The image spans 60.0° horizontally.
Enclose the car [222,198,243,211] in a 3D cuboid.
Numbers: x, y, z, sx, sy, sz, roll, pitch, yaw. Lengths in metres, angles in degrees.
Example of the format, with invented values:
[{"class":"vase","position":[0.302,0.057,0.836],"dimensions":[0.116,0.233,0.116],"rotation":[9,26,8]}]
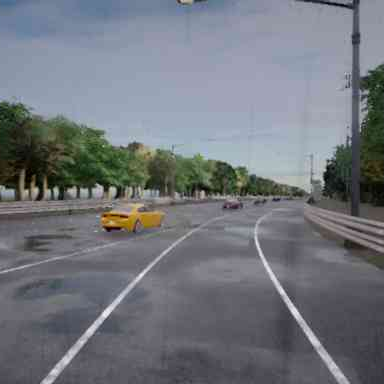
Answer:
[{"class":"car","position":[5.174,1.548,42.213],"dimensions":[1.812,1.442,4.674],"rotation":[0,0,20]}]

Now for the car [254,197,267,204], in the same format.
[{"class":"car","position":[13.254,1.639,63.905],"dimensions":[2.033,1.411,5.357],"rotation":[0,0,21]}]

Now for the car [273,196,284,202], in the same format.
[{"class":"car","position":[23.116,1.830,90.153],"dimensions":[1.882,1.535,5.008],"rotation":[0,-1,21]}]

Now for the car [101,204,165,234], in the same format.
[{"class":"car","position":[-3.265,1.453,19.446],"dimensions":[1.882,1.535,5.008],"rotation":[0,0,20]}]
